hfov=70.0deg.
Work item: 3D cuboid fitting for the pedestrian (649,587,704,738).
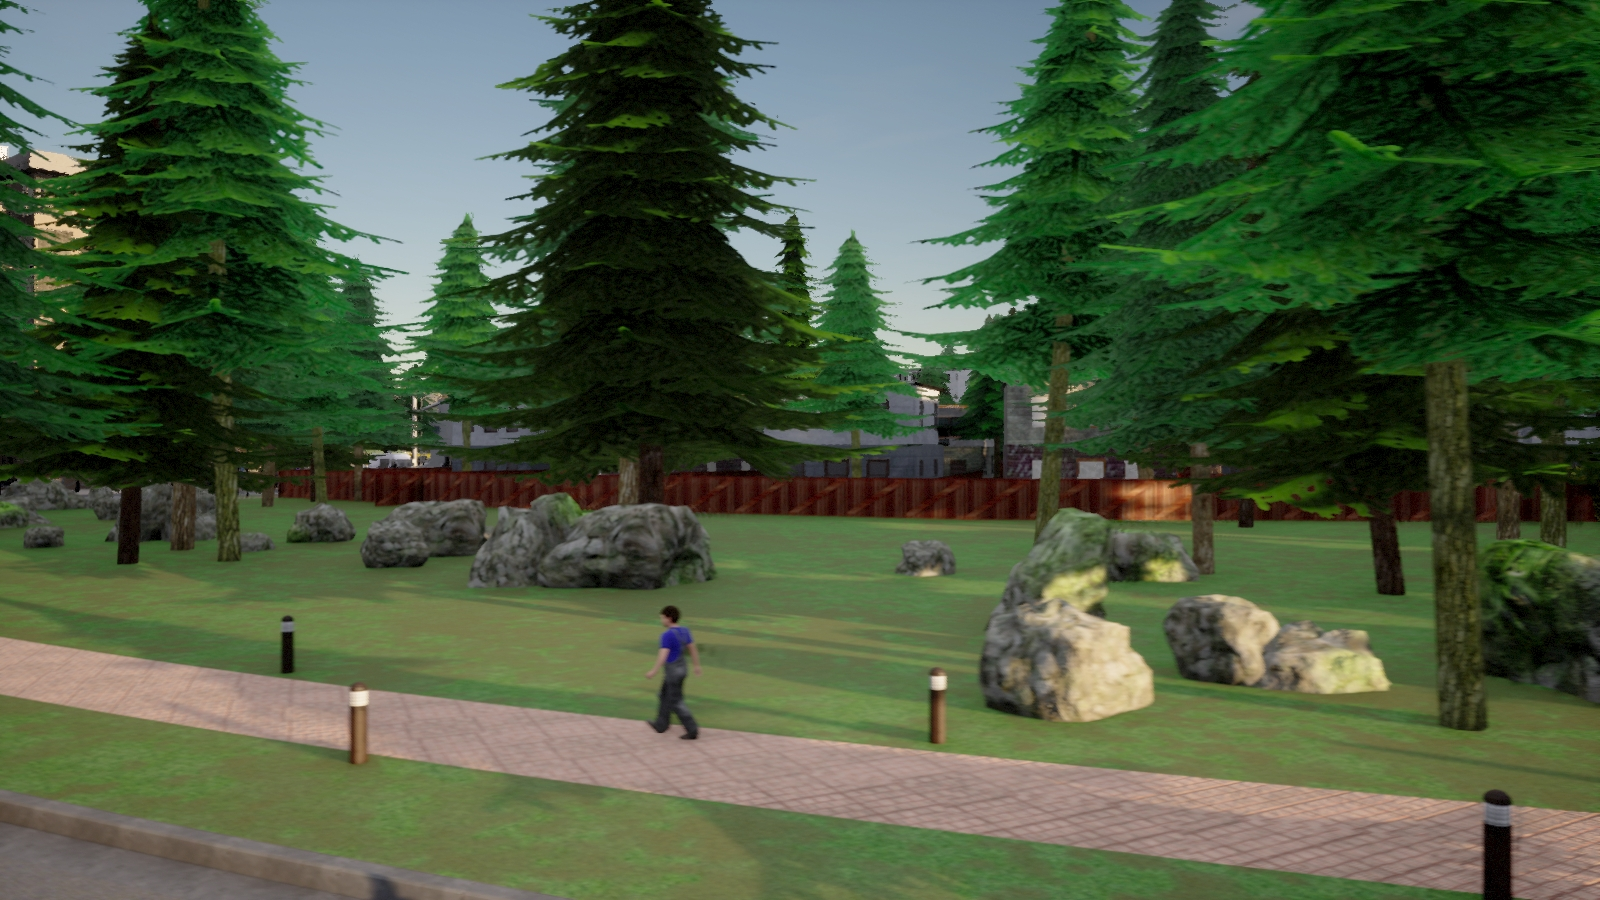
[{"bbox_3d":[-1.139,1.947,10.549,0.375,1.300,0.375,0,0,23],"label":"pedestrian"}]
